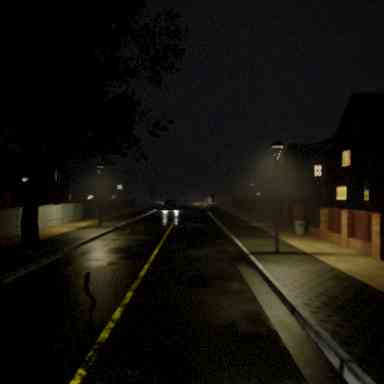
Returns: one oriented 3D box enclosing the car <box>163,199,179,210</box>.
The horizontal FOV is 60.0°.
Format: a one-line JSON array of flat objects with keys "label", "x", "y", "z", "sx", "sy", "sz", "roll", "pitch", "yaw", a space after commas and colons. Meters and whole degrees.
[{"label": "car", "x": -2.797, "y": 1.691, "z": 44.917, "sx": 1.812, "sy": 1.442, "sz": 4.674, "roll": 0, "pitch": -1, "yaw": 0}]
